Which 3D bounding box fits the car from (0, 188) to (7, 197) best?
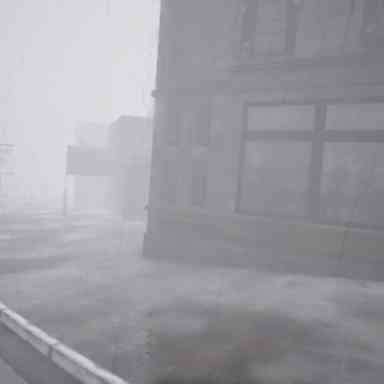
[{"bbox_3d":[-38.657,0.057,67.017,2.097,1.767,4.553,3,0,-21],"label":"car"}]
